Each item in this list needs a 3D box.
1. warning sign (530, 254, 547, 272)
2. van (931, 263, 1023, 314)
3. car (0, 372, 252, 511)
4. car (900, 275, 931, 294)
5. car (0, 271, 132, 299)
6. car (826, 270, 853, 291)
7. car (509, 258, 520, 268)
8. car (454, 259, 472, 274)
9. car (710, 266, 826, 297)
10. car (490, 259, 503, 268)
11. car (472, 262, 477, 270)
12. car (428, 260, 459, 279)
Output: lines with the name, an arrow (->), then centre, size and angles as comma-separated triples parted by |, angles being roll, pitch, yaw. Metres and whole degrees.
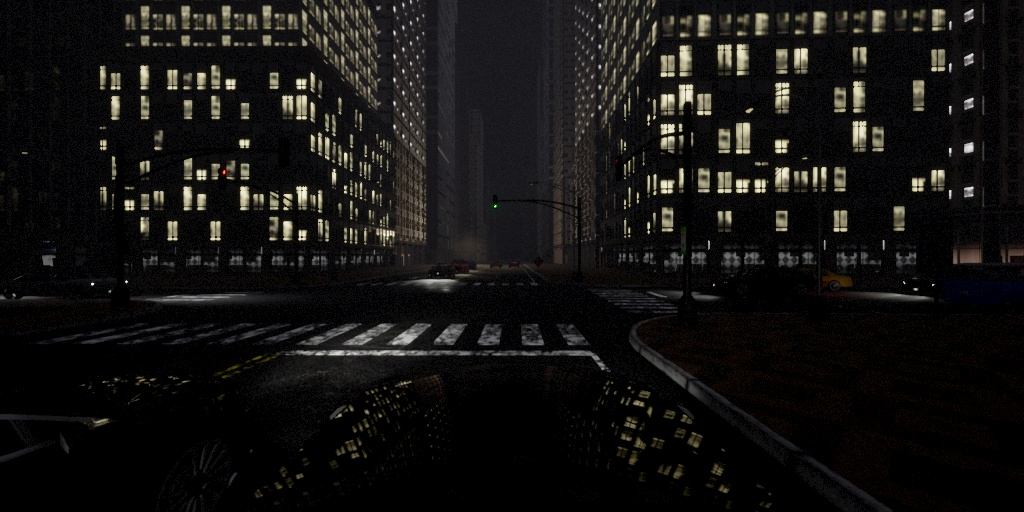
warning sign -> 3.029, 0.921, 41.279 | 1.300, 1.860, 1.060 | 0, 0, 0
van -> 18.408, 1.122, 13.049 | 3.998, 1.789, 1.690 | 0, 0, 2
car -> -3.155, 1.242, 1.096 | 2.128, 1.511, 4.902 | 0, 0, 0
car -> 23.462, 1.327, 18.372 | 5.357, 1.411, 2.033 | 0, 0, 2
car -> -21.309, 1.364, 17.113 | 4.718, 1.301, 1.895 | 0, 0, 0
car -> 17.175, 1.299, 21.227 | 4.829, 1.417, 1.751 | 0, 0, 2
car -> 0.385, 1.374, 64.784 | 2.128, 1.511, 4.902 | 0, 0, 1
car -> -6.411, 1.163, 43.285 | 2.097, 1.767, 4.553 | 0, 0, 0
car -> 13.062, 1.278, 18.795 | 4.892, 1.490, 1.837 | 0, 0, 2
car -> -2.867, 1.357, 64.066 | 1.882, 1.535, 5.008 | 0, 0, 0
car -> -6.359, 1.390, 53.782 | 2.033, 1.411, 5.357 | 0, 0, 0
car -> -6.456, 1.352, 33.288 | 1.994, 1.385, 4.181 | 0, 0, 0
